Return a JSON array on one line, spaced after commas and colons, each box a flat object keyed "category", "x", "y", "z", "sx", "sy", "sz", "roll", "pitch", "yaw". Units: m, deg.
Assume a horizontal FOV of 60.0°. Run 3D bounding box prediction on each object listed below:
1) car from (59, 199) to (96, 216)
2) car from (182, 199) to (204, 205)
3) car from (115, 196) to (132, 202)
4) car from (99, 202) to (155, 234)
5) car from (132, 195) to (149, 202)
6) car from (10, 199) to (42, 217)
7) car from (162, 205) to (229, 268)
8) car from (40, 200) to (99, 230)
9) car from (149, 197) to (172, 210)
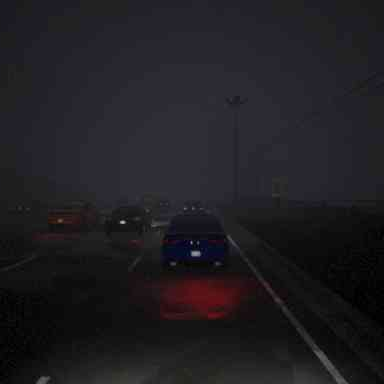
[{"category": "car", "x": -10.404, "y": 1.370, "z": 30.502, "sx": 1.994, "sy": 1.385, "sz": 4.181, "roll": 0, "pitch": 0, "yaw": 0}, {"category": "car", "x": 0.095, "y": 1.360, "z": 29.504, "sx": 2.033, "sy": 1.411, "sz": 5.357, "roll": 0, "pitch": 0, "yaw": 0}, {"category": "car", "x": -10.409, "y": 1.276, "z": 51.314, "sx": 1.895, "sy": 1.301, "sz": 4.718, "roll": 0, "pitch": 0, "yaw": 0}, {"category": "car", "x": -3.403, "y": 1.447, "z": 18.322, "sx": 1.994, "sy": 1.385, "sz": 4.181, "roll": 0, "pitch": 0, "yaw": 0}, {"category": "car", "x": -6.908, "y": 1.223, "z": 47.753, "sx": 1.812, "sy": 1.442, "sz": 4.674, "roll": 0, "pitch": 0, "yaw": 0}, {"category": "car", "x": -13.931, "y": 1.361, "z": 29.471, "sx": 2.033, "sy": 1.411, "sz": 5.357, "roll": 0, "pitch": 0, "yaw": 0}, {"category": "car", "x": 0.098, "y": 1.407, "z": 11.041, "sx": 1.882, "sy": 1.535, "sz": 5.008, "roll": 0, "pitch": 1, "yaw": 0}, {"category": "car", "x": -6.903, "y": 1.351, "z": 19.914, "sx": 1.882, "sy": 1.535, "sz": 5.008, "roll": 0, "pitch": 0, "yaw": 0}, {"category": "car", "x": -3.406, "y": 1.301, "z": 38.846, "sx": 2.033, "sy": 1.411, "sz": 5.357, "roll": 0, "pitch": 0, "yaw": 0}]
